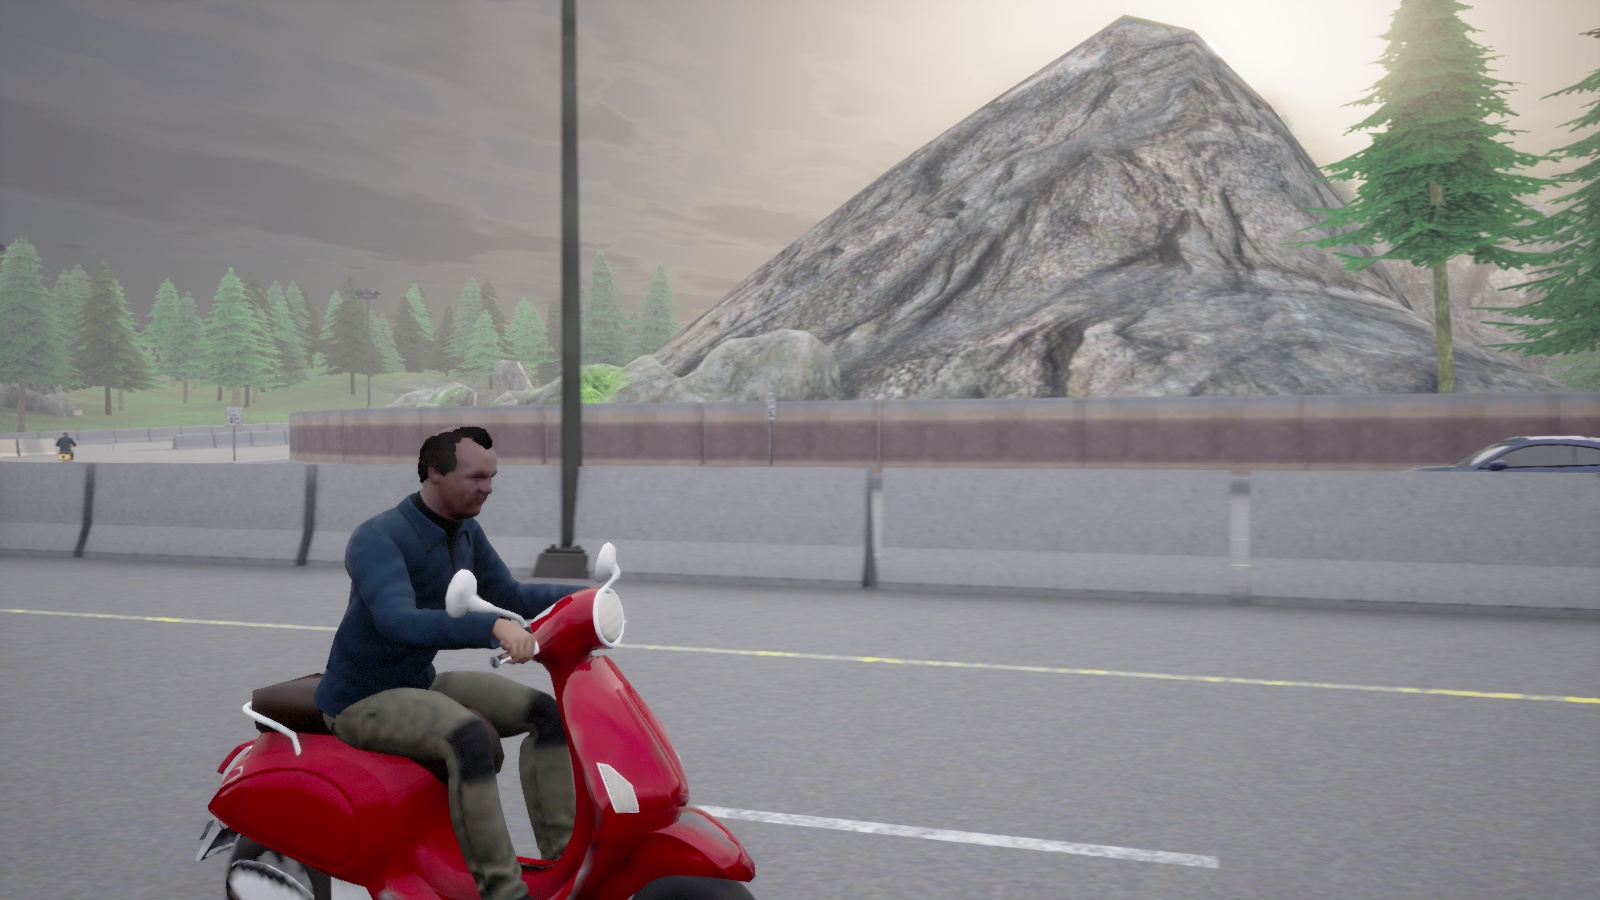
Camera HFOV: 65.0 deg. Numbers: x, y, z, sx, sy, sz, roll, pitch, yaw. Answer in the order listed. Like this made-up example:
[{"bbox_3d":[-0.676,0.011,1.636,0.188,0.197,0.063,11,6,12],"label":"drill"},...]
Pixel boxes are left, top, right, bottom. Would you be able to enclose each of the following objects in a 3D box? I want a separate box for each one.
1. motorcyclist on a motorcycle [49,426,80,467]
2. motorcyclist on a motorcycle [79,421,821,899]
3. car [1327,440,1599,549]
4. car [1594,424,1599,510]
[{"bbox_3d":[-29.348,-0.149,50.133,0.866,1.590,1.817,0,1,-23],"label":"motorcyclist on a motorcycle"},{"bbox_3d":[-0.942,0.720,3.510,1.817,1.590,0.866,1,1,19],"label":"motorcyclist on a motorcycle"},{"bbox_3d":[10.244,0.600,18.209,4.674,1.442,1.812,1,1,19],"label":"car"},{"bbox_3d":[17.596,0.370,23.118,4.611,1.667,2.242,1,1,19],"label":"car"}]
